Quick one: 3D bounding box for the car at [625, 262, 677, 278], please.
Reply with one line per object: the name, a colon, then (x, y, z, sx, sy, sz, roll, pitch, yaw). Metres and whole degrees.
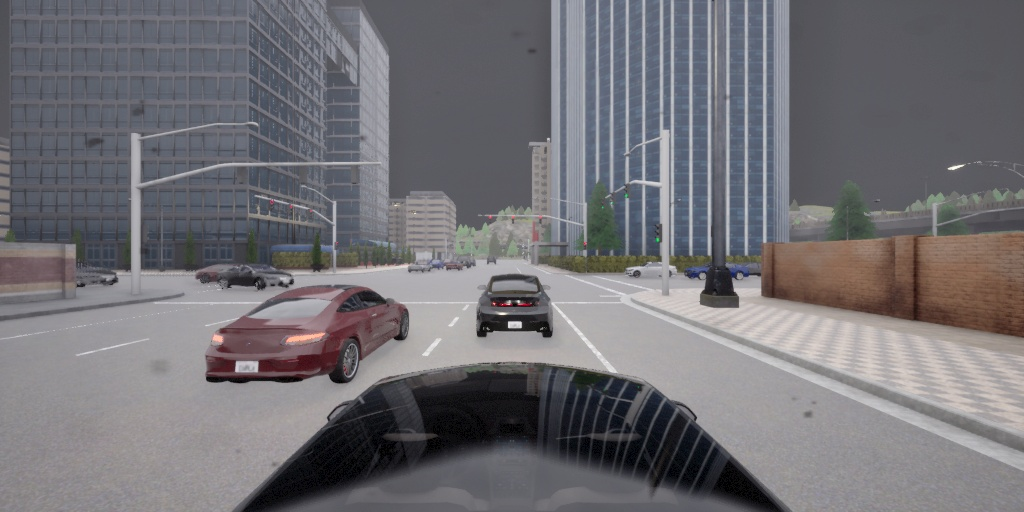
car: (13.025, 1.276, 33.719, 4.674, 1.442, 1.812, 0, 0, 1)

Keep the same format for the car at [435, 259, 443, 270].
car: (-11.476, 1.227, 53.831, 1.882, 1.535, 5.008, 0, 0, -1)

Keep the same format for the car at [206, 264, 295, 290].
car: (-15.353, 1.243, 21.517, 4.902, 1.511, 2.128, 0, 0, 19)

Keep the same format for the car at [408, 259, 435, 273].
car: (-11.397, 1.351, 44.439, 1.895, 1.301, 4.718, 0, 0, 1)

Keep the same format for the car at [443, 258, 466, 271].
car: (-7.915, 1.351, 49.646, 1.895, 1.301, 4.718, 0, 0, -1)

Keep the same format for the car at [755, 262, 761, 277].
car: (22.612, 1.297, 33.824, 5.357, 1.411, 2.033, 0, 0, -1)

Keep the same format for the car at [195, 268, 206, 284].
car: (-20.476, 1.276, 26.328, 4.674, 1.442, 1.812, 0, 0, -2)

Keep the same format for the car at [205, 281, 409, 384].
car: (-3.438, 1.276, 6.963, 1.812, 1.442, 4.674, 0, 0, 0)

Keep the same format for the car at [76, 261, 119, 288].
car: (-27.926, 1.241, 22.658, 4.902, 1.511, 2.128, 0, 0, -1)

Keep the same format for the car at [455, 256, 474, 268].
car: (-8.054, 0.971, 59.440, 2.150, 2.045, 5.566, 0, 0, -1)

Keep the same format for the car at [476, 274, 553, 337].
car: (0.063, 1.255, 10.229, 1.837, 1.490, 4.892, 0, 0, 0)

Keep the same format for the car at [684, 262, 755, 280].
car: (17.208, 1.228, 30.276, 5.008, 1.535, 1.882, 0, 0, -1)
